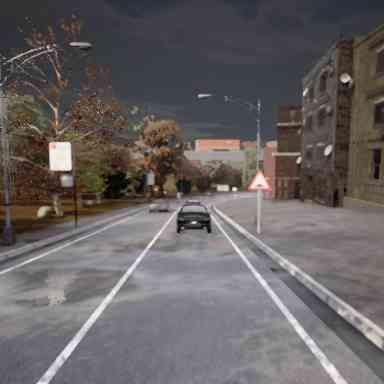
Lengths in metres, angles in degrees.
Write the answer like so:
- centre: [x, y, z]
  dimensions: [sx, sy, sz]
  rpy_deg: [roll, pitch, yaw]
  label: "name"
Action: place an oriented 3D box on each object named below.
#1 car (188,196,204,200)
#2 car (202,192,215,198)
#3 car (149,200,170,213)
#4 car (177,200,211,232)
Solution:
- centre: [0.180, 1.457, 38.039]
  dimensions: [1.812, 1.442, 4.674]
  rpy_deg: [0, 0, 1]
  label: "car"
- centre: [3.823, 0.654, 77.048]
  dimensions: [1.994, 1.385, 4.181]
  rpy_deg: [2, 2, 21]
  label: "car"
- centre: [-3.529, 1.533, 36.252]
  dimensions: [1.895, 1.301, 4.718]
  rpy_deg: [0, 0, 1]
  label: "car"
- centre: [0.104, 1.441, 19.718]
  dimensions: [1.882, 1.535, 5.008]
  rpy_deg: [0, 0, 0]
  label: "car"
